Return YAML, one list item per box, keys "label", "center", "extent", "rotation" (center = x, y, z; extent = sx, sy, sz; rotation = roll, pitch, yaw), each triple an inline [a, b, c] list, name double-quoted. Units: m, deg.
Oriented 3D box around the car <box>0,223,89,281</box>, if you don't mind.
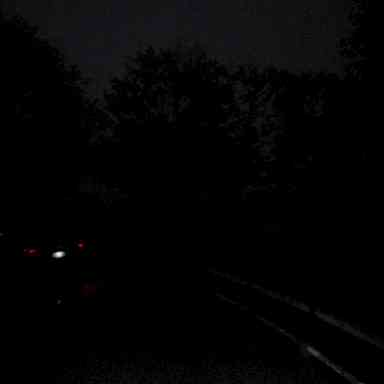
- label: "car"
  center: [-4.951, 1.689, 10.502]
  extent: [1.994, 1.385, 4.181]
  rotation: [0, -1, -42]
